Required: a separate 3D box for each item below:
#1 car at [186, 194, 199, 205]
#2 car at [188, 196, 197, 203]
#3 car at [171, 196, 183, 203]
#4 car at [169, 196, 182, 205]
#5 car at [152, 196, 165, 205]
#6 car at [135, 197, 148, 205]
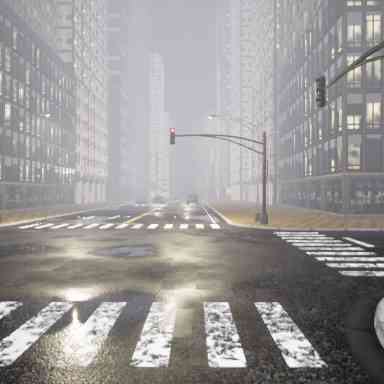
[{"bbox_3d":[0.103,1.344,60.158,2.150,2.045,5.566,0,0,0],"label":"car"},{"bbox_3d":[0.121,1.565,70.545,1.994,1.385,4.181,0,0,0],"label":"car"},{"bbox_3d":[-3.130,1.520,70.134,2.128,1.511,4.902,0,0,0],"label":"car"},{"bbox_3d":[-3.147,1.723,60.162,1.895,1.301,4.718,0,0,0],"label":"car"},{"bbox_3d":[-6.390,1.491,64.336,2.097,1.767,4.553,0,0,0],"label":"car"},{"bbox_3d":[-9.640,1.686,64.311,2.033,1.411,5.357,0,0,0],"label":"car"}]
